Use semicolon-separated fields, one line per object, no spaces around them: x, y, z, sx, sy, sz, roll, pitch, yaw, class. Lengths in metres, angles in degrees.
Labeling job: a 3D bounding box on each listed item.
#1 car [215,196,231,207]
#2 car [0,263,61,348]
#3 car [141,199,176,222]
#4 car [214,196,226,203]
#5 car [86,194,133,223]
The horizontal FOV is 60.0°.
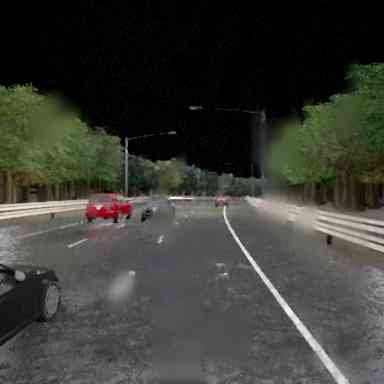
4.318;1.440;48.510;1.812;1.442;4.674;0;0;7;car
-3.334;1.509;4.197;1.812;1.442;4.674;0;0;1;car
-2.470;1.290;25.647;2.097;1.767;4.553;0;0;4;car
5.669;1.536;66.704;1.994;1.385;4.181;0;0;10;car
-6.048;1.161;24.786;2.150;2.045;5.566;0;0;4;car
